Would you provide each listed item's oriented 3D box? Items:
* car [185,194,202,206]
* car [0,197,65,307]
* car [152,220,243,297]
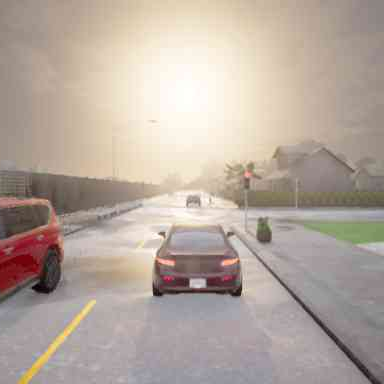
[{"bbox_3d":[0.190,0.997,43.276,1.837,1.490,4.892,0,1,0],"label":"car"},{"bbox_3d":[-4.069,1.153,5.623,2.150,2.045,5.566,0,1,0],"label":"car"},{"bbox_3d":[0.110,1.428,8.212,1.812,1.442,4.674,0,1,0],"label":"car"}]
